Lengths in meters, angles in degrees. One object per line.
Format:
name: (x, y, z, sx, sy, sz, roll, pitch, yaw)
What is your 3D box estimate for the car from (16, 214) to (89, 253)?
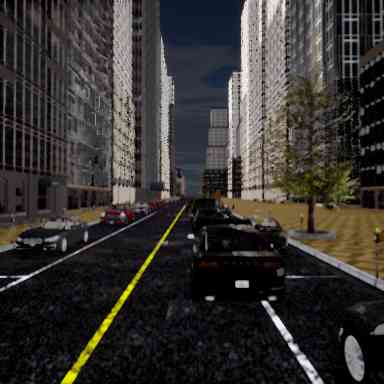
car: (-5.657, 1.653, 13.977, 2.008, 1.369, 4.403, 0, 0, 0)

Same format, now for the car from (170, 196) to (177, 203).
car: (-5.488, 2.254, 93.622, 2.008, 1.369, 4.403, 0, 0, 0)

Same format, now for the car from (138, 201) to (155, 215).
car: (-5.609, 1.820, 36.733, 2.008, 1.369, 4.403, 0, 0, 0)

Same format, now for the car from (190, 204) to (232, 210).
car: (0.937, 1.641, 18.512, 1.837, 1.490, 4.892, 0, 0, 0)

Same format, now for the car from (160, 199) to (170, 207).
car: (-5.560, 1.984, 59.489, 1.887, 1.381, 4.507, 0, 0, 0)

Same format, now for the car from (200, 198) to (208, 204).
car: (2.869, 2.141, 82.373, 1.752, 1.417, 4.829, 0, 0, 0)

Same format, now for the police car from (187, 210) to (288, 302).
police car: (0.916, 1.489, 8.622, 1.930, 1.638, 5.238, 0, 0, 0)

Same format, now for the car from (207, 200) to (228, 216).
car: (2.772, 1.710, 36.693, 1.967, 1.590, 4.097, 0, 0, 0)

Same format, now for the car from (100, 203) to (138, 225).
car: (-5.631, 1.626, 25.356, 1.967, 1.590, 4.097, 0, 0, 0)

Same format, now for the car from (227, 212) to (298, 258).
car: (2.724, 1.653, 13.938, 2.008, 1.369, 4.403, 0, 0, 0)

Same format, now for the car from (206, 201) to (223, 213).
car: (2.784, 1.856, 42.382, 1.887, 1.381, 4.507, 0, 0, 0)

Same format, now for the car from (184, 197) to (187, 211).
car: (0.117, 1.839, 45.468, 1.837, 1.490, 4.892, 0, 0, 0)

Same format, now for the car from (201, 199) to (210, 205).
car: (2.844, 2.093, 70.825, 1.947, 1.339, 4.313, 0, 0, 0)

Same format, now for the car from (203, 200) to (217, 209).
car: (2.808, 1.947, 53.760, 2.008, 1.369, 4.403, 0, 0, 0)

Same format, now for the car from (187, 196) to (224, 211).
car: (0.950, 1.405, 24.544, 2.150, 2.045, 5.566, 0, 0, 0)

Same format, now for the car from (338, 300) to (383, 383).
car: (2.700, 1.570, 2.561, 2.008, 1.369, 4.403, 0, 0, 0)

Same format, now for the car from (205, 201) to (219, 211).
car: (2.796, 1.936, 48.071, 1.802, 1.307, 4.206, 0, 0, 0)

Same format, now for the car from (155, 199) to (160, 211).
car: (-5.596, 1.856, 42.422, 1.887, 1.381, 4.507, 0, 0, 0)

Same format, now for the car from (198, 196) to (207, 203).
car: (2.894, 2.018, 93.583, 2.192, 1.841, 5.009, 0, 0, 0)
